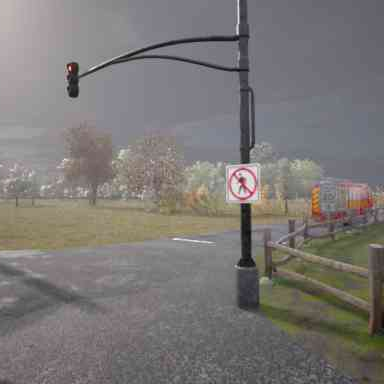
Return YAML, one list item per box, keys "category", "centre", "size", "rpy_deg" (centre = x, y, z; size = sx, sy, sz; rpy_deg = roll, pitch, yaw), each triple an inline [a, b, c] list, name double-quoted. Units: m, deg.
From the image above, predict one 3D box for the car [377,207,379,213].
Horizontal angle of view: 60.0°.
- category: "car"
  centre: [25.644, 2.435, 48.129]
  size: [2.033, 1.411, 5.357]
  rpy_deg: [-1, -2, 40]

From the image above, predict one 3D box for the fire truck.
- category: "fire truck"
  centre: [13.371, 0.832, 29.066]
  size: [2.891, 3.827, 8.468]
  rpy_deg: [-1, -2, 40]
